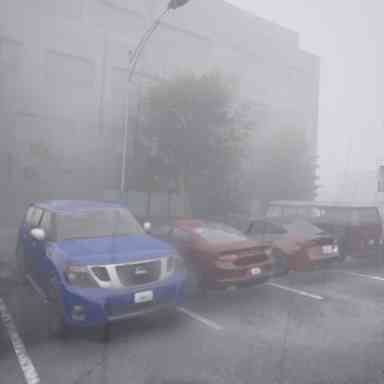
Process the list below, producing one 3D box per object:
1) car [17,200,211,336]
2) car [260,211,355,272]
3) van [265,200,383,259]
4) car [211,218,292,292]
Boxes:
[{"bbox_3d":[-2.330,1.229,7.271,2.435,2.045,5.566,0,0,-36],"label":"car"},{"bbox_3d":[2.168,1.536,10.550,2.163,1.488,4.792,1,0,-36],"label":"car"},{"bbox_3d":[4.388,1.324,12.242,1.878,1.987,4.442,1,-1,-36],"label":"van"},{"bbox_3d":[-0.120,1.485,8.881,2.097,1.535,5.008,0,0,-36],"label":"car"}]
